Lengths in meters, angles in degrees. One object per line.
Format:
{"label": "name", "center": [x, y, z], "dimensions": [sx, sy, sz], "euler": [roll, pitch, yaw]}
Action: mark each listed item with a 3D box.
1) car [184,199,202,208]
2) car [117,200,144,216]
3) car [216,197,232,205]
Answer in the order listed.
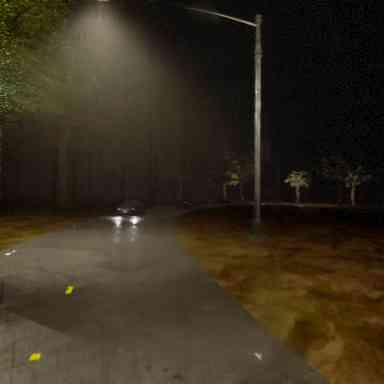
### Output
{"label": "car", "center": [0.124, 1.718, 50.312], "dimensions": [1.994, 1.385, 4.181], "euler": [1, 0, 14]}
{"label": "car", "center": [-5.941, 1.530, 32.598], "dimensions": [1.812, 1.442, 4.674], "euler": [0, 0, 4]}
{"label": "car", "center": [6.582, 1.885, 68.285], "dimensions": [1.837, 1.490, 4.892], "euler": [1, -1, 28]}
